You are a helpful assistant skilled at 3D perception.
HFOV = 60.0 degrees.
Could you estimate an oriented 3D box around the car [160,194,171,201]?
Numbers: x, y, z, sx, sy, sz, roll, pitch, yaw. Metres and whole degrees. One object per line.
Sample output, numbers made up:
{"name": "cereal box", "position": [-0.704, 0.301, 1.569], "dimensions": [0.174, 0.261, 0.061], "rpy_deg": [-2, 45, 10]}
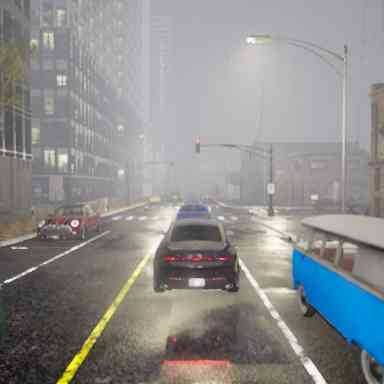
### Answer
{"name": "car", "position": [-5.686, 1.102, 70.753], "dimensions": [1.947, 1.339, 4.313], "rpy_deg": [-1, 0, 0]}

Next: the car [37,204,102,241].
{"name": "car", "position": [-5.707, 1.335, 15.873], "dimensions": [1.967, 1.590, 4.097], "rpy_deg": [-1, 0, 0]}

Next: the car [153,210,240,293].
{"name": "car", "position": [0.095, 1.446, 8.700], "dimensions": [1.837, 1.490, 4.892], "rpy_deg": [0, 0, 0]}

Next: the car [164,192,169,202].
{"name": "car", "position": [-5.684, 1.175, 59.464], "dimensions": [1.947, 1.339, 4.313], "rpy_deg": [-1, 0, 0]}

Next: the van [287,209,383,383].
{"name": "van", "position": [2.674, 1.308, 4.792], "dimensions": [1.690, 1.788, 3.998], "rpy_deg": [-1, 0, 0]}

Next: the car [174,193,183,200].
{"name": "car", "position": [-3.019, 0.972, 77.209], "dimensions": [1.882, 1.535, 5.008], "rpy_deg": [0, 0, 0]}

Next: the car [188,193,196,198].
{"name": "car", "position": [-0.021, 0.972, 80.341], "dimensions": [1.837, 1.490, 4.892], "rpy_deg": [0, 0, 0]}

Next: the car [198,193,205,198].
{"name": "car", "position": [2.654, 0.941, 93.276], "dimensions": [2.008, 1.369, 4.403], "rpy_deg": [-1, 0, 0]}

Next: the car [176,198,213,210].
{"name": "car", "position": [0.087, 1.353, 18.764], "dimensions": [1.882, 1.535, 5.008], "rpy_deg": [0, 0, 0]}

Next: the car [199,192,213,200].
{"name": "car", "position": [2.661, 1.049, 59.412], "dimensions": [1.967, 1.590, 4.097], "rpy_deg": [-1, 0, 0]}

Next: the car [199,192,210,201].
{"name": "car", "position": [2.656, 0.851, 70.699], "dimensions": [2.192, 1.841, 5.009], "rpy_deg": [-1, 0, 0]}

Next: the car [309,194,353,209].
{"name": "car", "position": [16.516, 1.162, 39.127], "dimensions": [5.009, 1.841, 2.192], "rpy_deg": [1, 1, 1]}

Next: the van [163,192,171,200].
{"name": "van", "position": [-5.692, 0.840, 76.396], "dimensions": [1.690, 1.788, 3.998], "rpy_deg": [-1, 0, 0]}

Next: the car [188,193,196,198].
{"name": "car", "position": [-0.023, 0.867, 90.753], "dimensions": [2.033, 1.411, 5.357], "rpy_deg": [0, 0, 0]}

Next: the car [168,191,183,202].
{"name": "car", "position": [-3.062, 0.815, 61.707], "dimensions": [2.150, 2.045, 5.566], "rpy_deg": [0, 1, 1]}

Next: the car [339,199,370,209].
{"name": "car", "position": [16.410, 1.597, 30.753], "dimensions": [4.313, 1.339, 1.947], "rpy_deg": [1, 1, 1]}

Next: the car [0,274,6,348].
{"name": "car", "position": [-3.099, 1.212, 1.353], "dimensions": [2.150, 2.045, 5.566], "rpy_deg": [0, 0, 0]}

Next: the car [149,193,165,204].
{"name": "car", "position": [-5.853, 1.172, 53.651], "dimensions": [1.752, 1.417, 4.829], "rpy_deg": [-1, 0, 0]}
